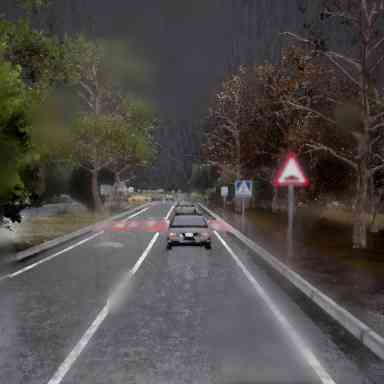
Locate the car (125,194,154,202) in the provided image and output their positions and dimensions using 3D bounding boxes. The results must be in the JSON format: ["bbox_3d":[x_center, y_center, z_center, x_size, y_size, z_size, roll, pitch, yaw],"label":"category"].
[{"bbox_3d":[-12.101,1.537,77.010,5.366,1.575,1.946,0,-1,-2],"label":"car"}]

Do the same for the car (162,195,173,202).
[{"bbox_3d":[-5.188,1.489,76.661,1.882,1.535,5.008,0,-1,-2],"label":"car"}]

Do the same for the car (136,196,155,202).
[{"bbox_3d":[-12.703,1.935,90.859,4.792,1.488,2.163,0,-2,-2],"label":"car"}]

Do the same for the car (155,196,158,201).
[{"bbox_3d":[-12.568,1.572,88.095,5.566,2.045,2.435,0,-2,-2],"label":"car"}]

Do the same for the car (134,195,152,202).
[{"bbox_3d":[-12.550,1.617,85.320,4.553,1.767,2.185,0,-2,-2],"label":"car"}]

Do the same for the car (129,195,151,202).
[{"bbox_3d":[-12.369,1.601,79.772,4.892,1.521,2.231,0,-1,-2],"label":"car"}]

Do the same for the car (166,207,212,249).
[{"bbox_3d":[-0.172,1.617,14.696,2.033,1.411,5.357,0,0,-1],"label":"car"}]

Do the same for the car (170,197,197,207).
[{"bbox_3d":[-0.597,1.491,29.690,2.128,1.511,4.902,0,0,-2],"label":"car"}]
